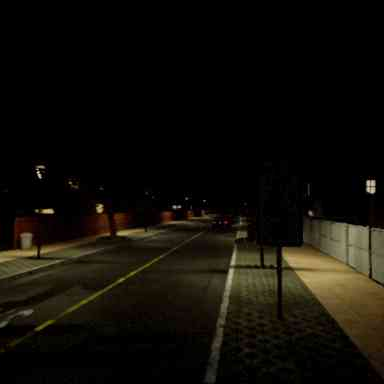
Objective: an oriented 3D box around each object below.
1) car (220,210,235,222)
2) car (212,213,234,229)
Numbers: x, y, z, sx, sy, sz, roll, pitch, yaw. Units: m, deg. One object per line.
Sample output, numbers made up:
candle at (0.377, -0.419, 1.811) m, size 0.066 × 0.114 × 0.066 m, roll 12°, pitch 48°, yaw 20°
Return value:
car at (5.119, 3.602, 48.958) m, size 2.150 × 2.045 × 5.566 m, roll 0°, pitch -3°, yaw 9°
car at (3.256, 3.319, 36.596) m, size 2.033 × 1.411 × 5.357 m, roll 0°, pitch -3°, yaw 9°
